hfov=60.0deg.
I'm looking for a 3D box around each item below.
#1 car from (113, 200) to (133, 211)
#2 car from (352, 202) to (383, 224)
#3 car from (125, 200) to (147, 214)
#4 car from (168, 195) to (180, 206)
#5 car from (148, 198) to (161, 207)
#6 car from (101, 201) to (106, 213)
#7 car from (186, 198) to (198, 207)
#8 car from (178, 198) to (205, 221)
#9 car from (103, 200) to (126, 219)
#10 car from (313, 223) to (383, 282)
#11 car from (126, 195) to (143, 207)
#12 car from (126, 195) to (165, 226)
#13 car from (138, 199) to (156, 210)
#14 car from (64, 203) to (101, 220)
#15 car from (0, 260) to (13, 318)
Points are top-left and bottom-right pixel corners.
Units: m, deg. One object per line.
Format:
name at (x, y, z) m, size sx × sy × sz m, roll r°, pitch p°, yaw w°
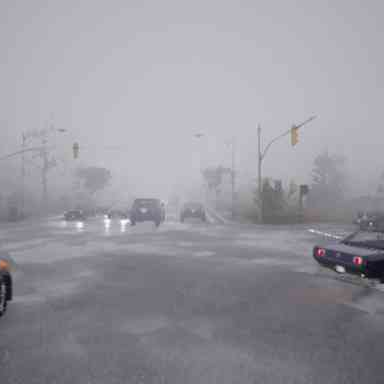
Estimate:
car at (-10.509, 1.995, 51.115) m, size 2.033 × 1.411 × 5.357 m, roll 0°, pitch 0°, yaw 0°
car at (12.919, 1.425, 20.476) m, size 5.566 × 2.045 × 2.150 m, roll 0°, pitch -1°, yaw -3°
car at (-7.051, 1.887, 42.349) m, size 1.882 × 1.535 × 5.008 m, roll 0°, pitch 0°, yaw 0°
car at (-3.517, 1.905, 63.329) m, size 2.128 × 1.511 × 4.902 m, roll 0°, pitch 0°, yaw 0°
car at (-7.011, 1.921, 62.872) m, size 1.837 × 1.490 × 4.892 m, roll 0°, pitch 0°, yaw 0°
car at (-10.558, 1.879, 41.272) m, size 1.882 × 1.535 × 5.008 m, roll 0°, pitch 0°, yaw 0°
car at (-0.014, 1.907, 63.265) m, size 2.128 × 1.511 × 4.902 m, roll 0°, pitch 0°, yaw 0°
car at (0.099, 1.650, 30.347) m, size 2.097 × 1.767 × 4.553 m, roll 0°, pitch -1°, yaw 0°
car at (-7.090, 1.851, 33.138) m, size 1.812 × 1.442 × 4.674 m, roll 0°, pitch -1°, yaw 0°
car at (5.885, 1.694, 9.354) m, size 4.718 × 1.301 × 1.895 m, roll 0°, pitch -1°, yaw -21°
car at (-10.512, 1.646, 61.485) m, size 2.150 × 2.045 × 5.566 m, roll 0°, pitch 0°, yaw 0°
car at (-3.401, 1.478, 26.091) m, size 2.150 × 2.045 × 5.566 m, roll 0°, pitch -1°, yaw 0°
car at (-7.001, 1.941, 52.446) m, size 2.128 × 1.511 × 4.902 m, roll 0°, pitch 0°, yaw 0°
car at (-10.590, 1.914, 31.908) m, size 1.895 × 1.301 × 4.718 m, roll 0°, pitch -1°, yaw 0°
car at (-4.207, 1.397, 4.526) m, size 2.097 × 1.767 × 4.553 m, roll 0°, pitch -1°, yaw -10°
